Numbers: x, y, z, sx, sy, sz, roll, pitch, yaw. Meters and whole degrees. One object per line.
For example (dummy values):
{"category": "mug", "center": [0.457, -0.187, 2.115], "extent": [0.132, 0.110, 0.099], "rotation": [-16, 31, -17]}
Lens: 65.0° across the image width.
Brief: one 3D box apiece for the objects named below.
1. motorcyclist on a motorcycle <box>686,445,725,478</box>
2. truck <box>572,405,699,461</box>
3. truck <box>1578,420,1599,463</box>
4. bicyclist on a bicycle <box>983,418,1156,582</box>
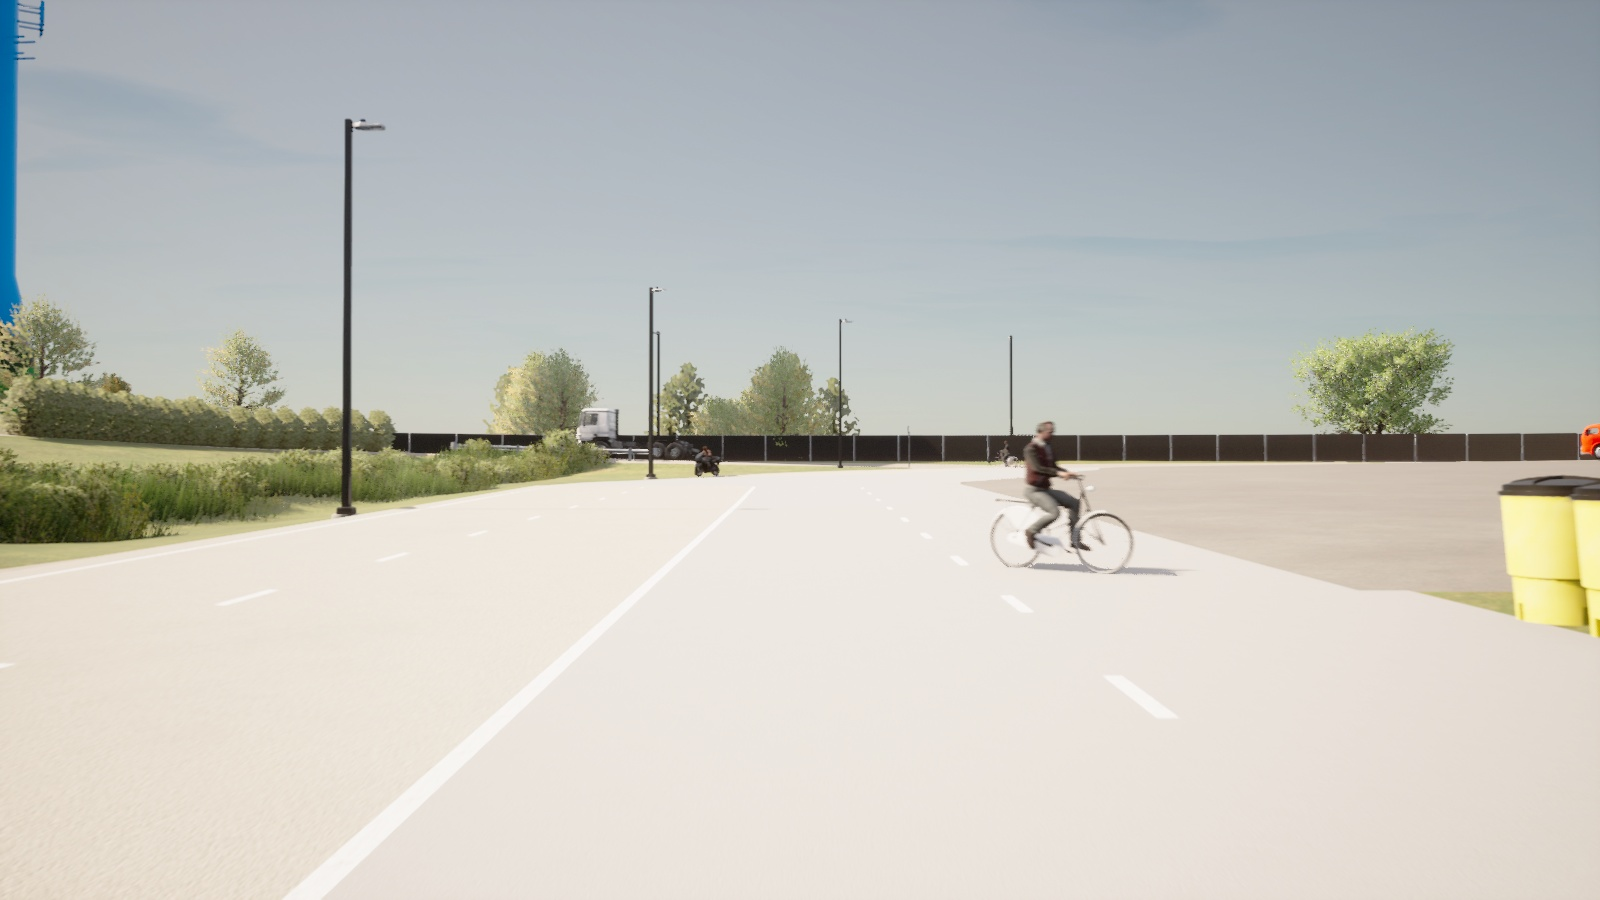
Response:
{"category": "motorcyclist on a motorcycle", "center": [-4.561, 0.547, 60.803], "extent": [0.797, 1.523, 2.044], "rotation": [-1, 0, 32]}
{"category": "truck", "center": [-10.951, -1.089, 84.118], "extent": [7.936, 3.462, 2.891], "rotation": [2, -1, 4]}
{"category": "truck", "center": [48.259, -0.545, 72.761], "extent": [5.204, 2.467, 2.627], "rotation": [-1, -1, 35]}
{"category": "bicyclist on a bicycle", "center": [3.080, 0.544, 14.468], "extent": [1.843, 1.776, 0.659], "rotation": [0, -1, 40]}
